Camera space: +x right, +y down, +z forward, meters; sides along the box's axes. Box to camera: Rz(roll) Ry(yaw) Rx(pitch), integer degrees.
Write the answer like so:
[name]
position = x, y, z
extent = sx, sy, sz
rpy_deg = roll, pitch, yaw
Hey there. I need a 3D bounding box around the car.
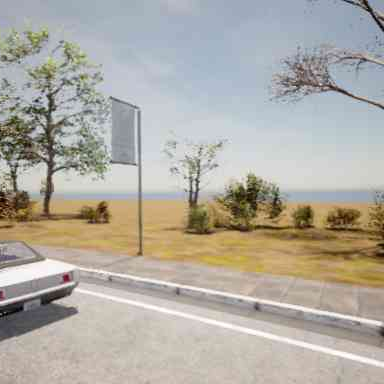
[car]
position = -4.574, 1.625, 6.786
extent = 4.718, 1.301, 1.895
rpy_deg = 0, 0, 32
